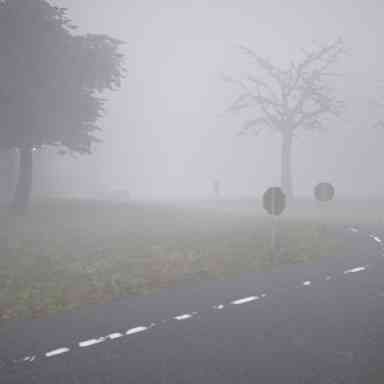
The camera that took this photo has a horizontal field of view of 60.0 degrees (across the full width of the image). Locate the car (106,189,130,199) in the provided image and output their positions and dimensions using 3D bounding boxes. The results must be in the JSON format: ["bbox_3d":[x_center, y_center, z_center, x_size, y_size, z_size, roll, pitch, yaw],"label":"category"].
[{"bbox_3d":[-12.279,0.339,56.110,2.097,1.767,4.553,2,-1,-35],"label":"car"}]

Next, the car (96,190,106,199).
[{"bbox_3d":[-16.257,0.453,61.522,2.128,1.511,4.902,2,-1,-36],"label":"car"}]
